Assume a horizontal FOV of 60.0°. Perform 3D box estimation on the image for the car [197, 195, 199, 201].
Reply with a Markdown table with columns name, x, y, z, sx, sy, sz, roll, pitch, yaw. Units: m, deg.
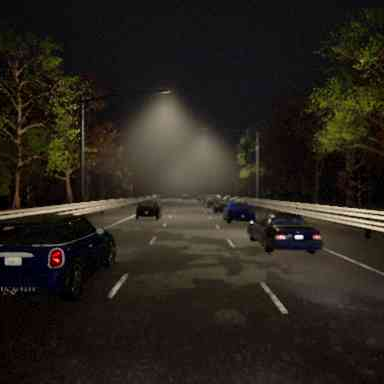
| name | x | y | z | sx | sy | sz | roll | pitch | yaw |
| --- | --- | --- | --- | --- | --- | --- | --- | --- | --- |
| car | 2.557 | 1.414 | 68.814 | 1.882 | 1.535 | 5.008 | 0 | 0 | -2 |

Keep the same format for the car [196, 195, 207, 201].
| name | x | y | z | sx | sy | sz | roll | pitch | yaw |
| --- | --- | --- | --- | --- | --- | --- | --- | --- | --- |
| car | 2.236 | 1.425 | 79.877 | 2.163 | 1.488 | 4.792 | 0 | 0 | -2 |

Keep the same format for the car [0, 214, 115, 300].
| name | x | y | z | sx | sy | sz | roll | pitch | yaw |
| --- | --- | --- | --- | --- | --- | --- | --- | --- | --- |
| car | -3.426 | 1.348 | 8.510 | 2.097 | 1.767 | 4.553 | 0 | 0 | 0 |

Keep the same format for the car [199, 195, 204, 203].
| name | x | y | z | sx | sy | sz | roll | pitch | yaw |
| --- | --- | --- | --- | --- | --- | --- | --- | --- | --- |
| car | 2.832 | 1.443 | 57.780 | 2.128 | 1.511 | 4.902 | 0 | 0 | -1 |

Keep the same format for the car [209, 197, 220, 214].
| name | x | y | z | sx | sy | sz | roll | pitch | yaw |
| --- | --- | --- | --- | --- | --- | --- | --- | --- | --- |
| car | 3.239 | 1.536 | 35.709 | 1.994 | 1.385 | 4.181 | 0 | 0 | -1 |

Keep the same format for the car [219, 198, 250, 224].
| name | x | y | z | sx | sy | sz | roll | pitch | yaw |
| --- | --- | --- | --- | --- | --- | --- | --- | --- | --- |
| car | 3.373 | 1.461 | 24.672 | 1.882 | 1.535 | 5.008 | 0 | 0 | -1 |

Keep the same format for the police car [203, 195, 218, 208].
| name | x | y | z | sx | sy | sz | roll | pitch | yaw |
| --- | --- | --- | --- | --- | --- | --- | --- | --- | --- |
| police car | 3.056 | 1.387 | 46.855 | 1.930 | 1.638 | 5.238 | 0 | 0 | -1 |

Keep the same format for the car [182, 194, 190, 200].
| name | x | y | z | sx | sy | sz | roll | pitch | yaw |
| --- | --- | --- | --- | --- | --- | --- | --- | --- | --- |
| car | -1.546 | 1.367 | 88.625 | 2.128 | 1.511 | 4.902 | 0 | 0 | -2 |

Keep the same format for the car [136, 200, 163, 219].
| name | x | y | z | sx | sy | sz | roll | pitch | yaw |
| --- | --- | --- | --- | --- | --- | --- | --- | --- | --- |
| car | -3.576 | 1.458 | 28.450 | 1.882 | 1.535 | 5.008 | 0 | 0 | -1 |

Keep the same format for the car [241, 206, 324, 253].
| name | x | y | z | sx | sy | sz | roll | pitch | yaw |
| --- | --- | --- | --- | --- | --- | --- | --- | --- | --- |
| car | 3.554 | 1.540 | 13.580 | 2.033 | 1.411 | 5.357 | 0 | 0 | 0 |
